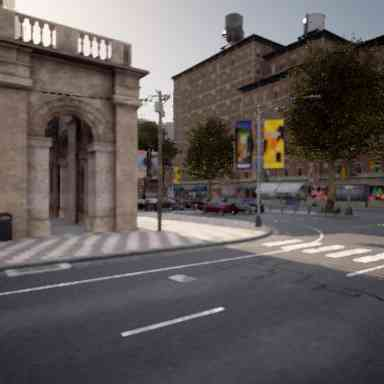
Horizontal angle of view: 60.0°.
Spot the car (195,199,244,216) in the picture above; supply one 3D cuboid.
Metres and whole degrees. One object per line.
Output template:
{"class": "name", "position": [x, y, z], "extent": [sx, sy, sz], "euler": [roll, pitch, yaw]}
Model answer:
{"class": "car", "position": [2.768, 1.658, 34.284], "extent": [1.895, 1.301, 4.718], "euler": [0, 0, -35]}

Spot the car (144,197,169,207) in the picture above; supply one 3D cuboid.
{"class": "car", "position": [-5.690, 1.592, 52.408], "extent": [1.812, 1.442, 4.674], "euler": [0, 0, -35]}

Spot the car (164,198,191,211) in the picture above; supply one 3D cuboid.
{"class": "car", "position": [-2.629, 1.562, 41.953], "extent": [1.837, 1.490, 4.892], "euler": [0, 0, -35]}

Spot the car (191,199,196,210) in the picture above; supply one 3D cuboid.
{"class": "car", "position": [0.214, 1.630, 44.004], "extent": [1.994, 1.385, 4.181], "euler": [0, 0, -35]}

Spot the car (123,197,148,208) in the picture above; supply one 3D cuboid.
{"class": "car", "position": [-8.617, 1.535, 50.483], "extent": [1.882, 1.535, 5.008], "euler": [0, 0, -35]}

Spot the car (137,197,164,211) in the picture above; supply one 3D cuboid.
{"class": "car", "position": [-5.707, 1.644, 40.853], "extent": [1.895, 1.301, 4.718], "euler": [0, 0, -35]}

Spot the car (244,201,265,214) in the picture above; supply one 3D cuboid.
{"class": "car", "position": [5.882, 1.630, 35.941], "extent": [1.994, 1.385, 4.181], "euler": [0, 0, -35]}
